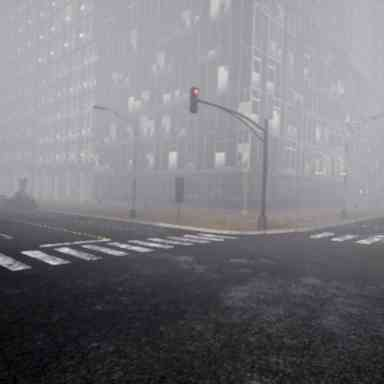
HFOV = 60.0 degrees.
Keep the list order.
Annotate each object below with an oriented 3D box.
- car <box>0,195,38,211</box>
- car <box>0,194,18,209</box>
[{"bbox_3d":[-16.824,0.986,32.696,4.097,1.590,1.967,1,0,43],"label":"car"},{"bbox_3d":[-21.084,0.974,36.711,4.829,1.417,1.752,1,0,43],"label":"car"}]
